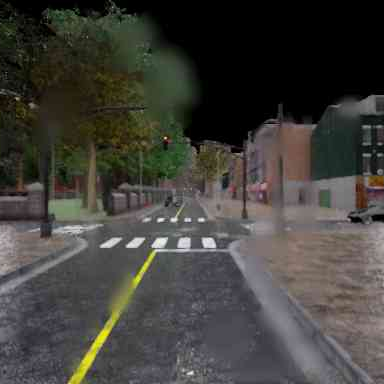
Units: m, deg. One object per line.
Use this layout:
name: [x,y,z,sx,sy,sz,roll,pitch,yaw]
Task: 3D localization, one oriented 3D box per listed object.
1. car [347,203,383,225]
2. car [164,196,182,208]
car: [12.377,1.400,21.579,4.313,1.339,1.947,0,0,0]
car: [-2.831,1.374,46.803,1.837,1.490,4.892,0,0,0]
